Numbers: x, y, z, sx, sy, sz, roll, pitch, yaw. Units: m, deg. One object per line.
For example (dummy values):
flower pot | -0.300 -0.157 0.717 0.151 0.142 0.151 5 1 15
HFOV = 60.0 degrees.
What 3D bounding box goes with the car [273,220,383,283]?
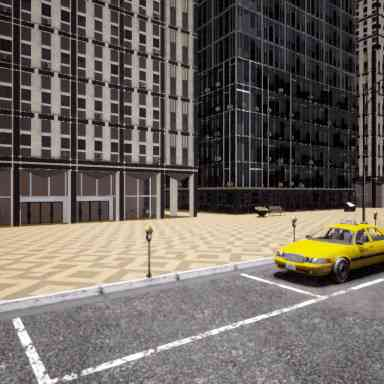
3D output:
car | 4.421 1.526 9.667 4.829 1.417 1.752 0 0 -35
